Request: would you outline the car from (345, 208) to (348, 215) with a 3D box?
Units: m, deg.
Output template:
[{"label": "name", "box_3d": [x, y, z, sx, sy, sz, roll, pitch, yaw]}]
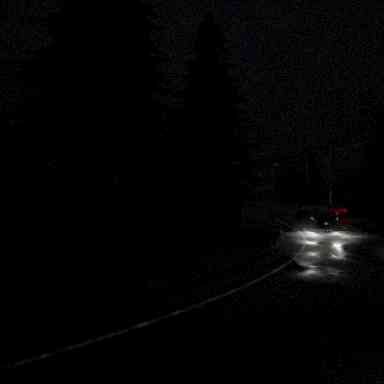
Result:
[{"label": "car", "box_3d": [12.528, 1.567, 30.587, 1.895, 1.301, 4.718, 0, 0, 5]}]

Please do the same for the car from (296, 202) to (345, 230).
[{"label": "car", "box_3d": [7.834, 1.503, 21.052, 1.812, 1.442, 4.674, 0, 0, 7]}]
